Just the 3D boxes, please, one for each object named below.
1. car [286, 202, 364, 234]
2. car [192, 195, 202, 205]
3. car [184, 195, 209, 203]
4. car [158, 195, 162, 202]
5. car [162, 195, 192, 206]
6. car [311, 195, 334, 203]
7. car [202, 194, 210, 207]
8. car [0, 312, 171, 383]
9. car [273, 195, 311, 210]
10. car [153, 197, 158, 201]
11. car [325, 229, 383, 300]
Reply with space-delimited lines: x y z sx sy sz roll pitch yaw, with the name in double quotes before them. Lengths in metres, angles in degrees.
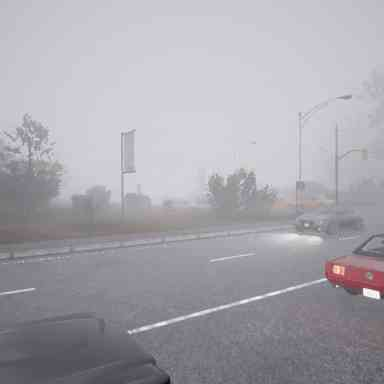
"car" 7.383 1.471 17.894 4.181 1.385 1.994 -1 0 -36
"car" 2.685 1.131 51.037 2.097 1.767 4.553 -1 0 -39
"car" 0.809 1.272 64.826 2.033 1.411 5.357 -1 0 -38
"car" -3.501 1.384 58.756 1.895 1.301 4.718 -1 0 -38
"car" -2.340 1.373 51.697 1.994 1.385 4.181 -1 0 -39
"car" 13.779 1.122 37.252 2.097 1.767 4.553 -1 0 -39
"car" 3.972 1.282 43.847 1.882 1.535 5.008 -1 0 -39
"car" -2.416 1.601 2.013 4.718 1.301 1.895 0 0 -36
"car" 9.941 1.278 36.437 1.882 1.535 5.008 -1 0 -39
"car" -6.677 1.326 74.030 1.895 1.301 4.718 -1 0 -38
"car" 5.107 1.570 7.407 4.718 1.301 1.895 0 0 -36
